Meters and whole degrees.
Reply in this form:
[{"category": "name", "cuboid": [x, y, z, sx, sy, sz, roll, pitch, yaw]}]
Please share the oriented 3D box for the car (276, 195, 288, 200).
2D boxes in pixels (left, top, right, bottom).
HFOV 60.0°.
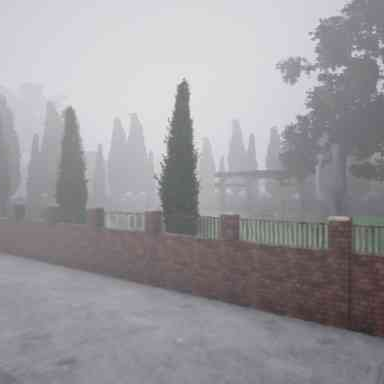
[{"category": "car", "cuboid": [12.374, 1.142, 45.611, 1.816, 1.474, 4.193, 0, 0, 35]}]
